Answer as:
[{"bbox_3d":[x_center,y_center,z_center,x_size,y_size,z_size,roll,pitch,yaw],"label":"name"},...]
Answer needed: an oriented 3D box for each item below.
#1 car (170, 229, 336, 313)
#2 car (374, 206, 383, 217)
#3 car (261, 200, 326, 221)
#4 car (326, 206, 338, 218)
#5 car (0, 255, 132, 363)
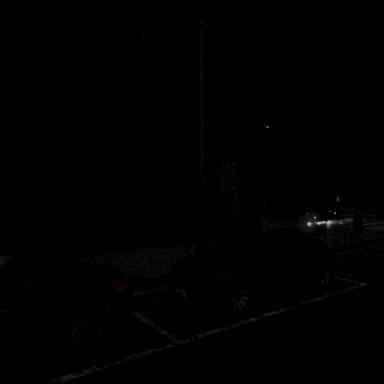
[{"bbox_3d":[1.560,1.566,7.648,4.313,1.339,1.947,0,0,-35],"label":"car"},{"bbox_3d":[18.560,1.573,28.813,1.895,1.301,4.718,0,0,-38],"label":"car"},{"bbox_3d":[7.684,1.532,27.153,2.033,1.411,5.357,0,0,-36],"label":"car"},{"bbox_3d":[10.266,1.480,29.131,1.837,1.490,4.892,0,0,-36],"label":"car"},{"bbox_3d":[-2.878,1.582,4.482,4.206,1.307,1.802,0,0,-35],"label":"car"}]
